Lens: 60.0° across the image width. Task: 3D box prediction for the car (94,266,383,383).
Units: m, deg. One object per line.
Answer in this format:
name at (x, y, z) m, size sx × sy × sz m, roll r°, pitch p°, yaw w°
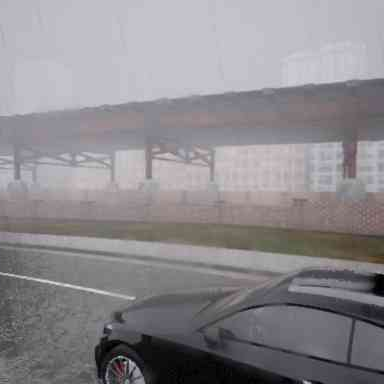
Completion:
car at (1.124, 1.470, 3.088) m, size 4.674 × 1.442 × 1.812 m, roll 0°, pitch 1°, yaw 35°
